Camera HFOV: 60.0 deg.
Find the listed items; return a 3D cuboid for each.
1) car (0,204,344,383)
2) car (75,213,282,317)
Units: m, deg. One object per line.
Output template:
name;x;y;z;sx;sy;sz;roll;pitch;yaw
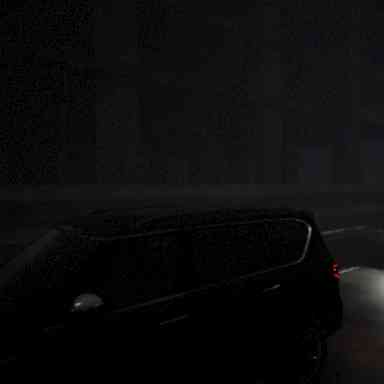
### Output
car;-0.656;1.215;3.528;5.566;2.045;2.150;-1;0;-36
car;-0.118;1.464;8.237;4.892;1.490;1.837;-2;1;-36
